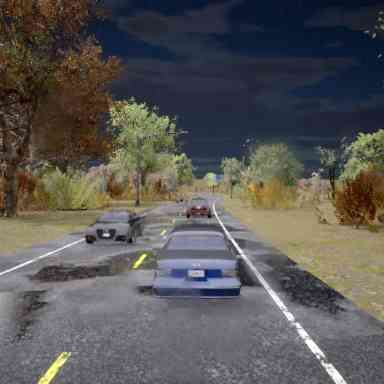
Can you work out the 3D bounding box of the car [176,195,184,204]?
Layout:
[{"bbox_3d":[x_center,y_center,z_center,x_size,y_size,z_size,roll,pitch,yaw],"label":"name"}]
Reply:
[{"bbox_3d":[-1.538,1.289,57.440,1.994,1.385,4.181,0,0,4],"label":"car"}]

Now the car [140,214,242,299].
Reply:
[{"bbox_3d":[0.139,1.542,8.624,2.033,1.411,5.357,0,0,1],"label":"car"}]

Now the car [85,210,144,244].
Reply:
[{"bbox_3d":[-3.449,1.551,15.490,1.994,1.385,4.181,0,0,1],"label":"car"}]

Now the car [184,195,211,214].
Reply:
[{"bbox_3d":[0.642,1.326,29.934,2.097,1.767,4.553,0,0,2],"label":"car"}]
